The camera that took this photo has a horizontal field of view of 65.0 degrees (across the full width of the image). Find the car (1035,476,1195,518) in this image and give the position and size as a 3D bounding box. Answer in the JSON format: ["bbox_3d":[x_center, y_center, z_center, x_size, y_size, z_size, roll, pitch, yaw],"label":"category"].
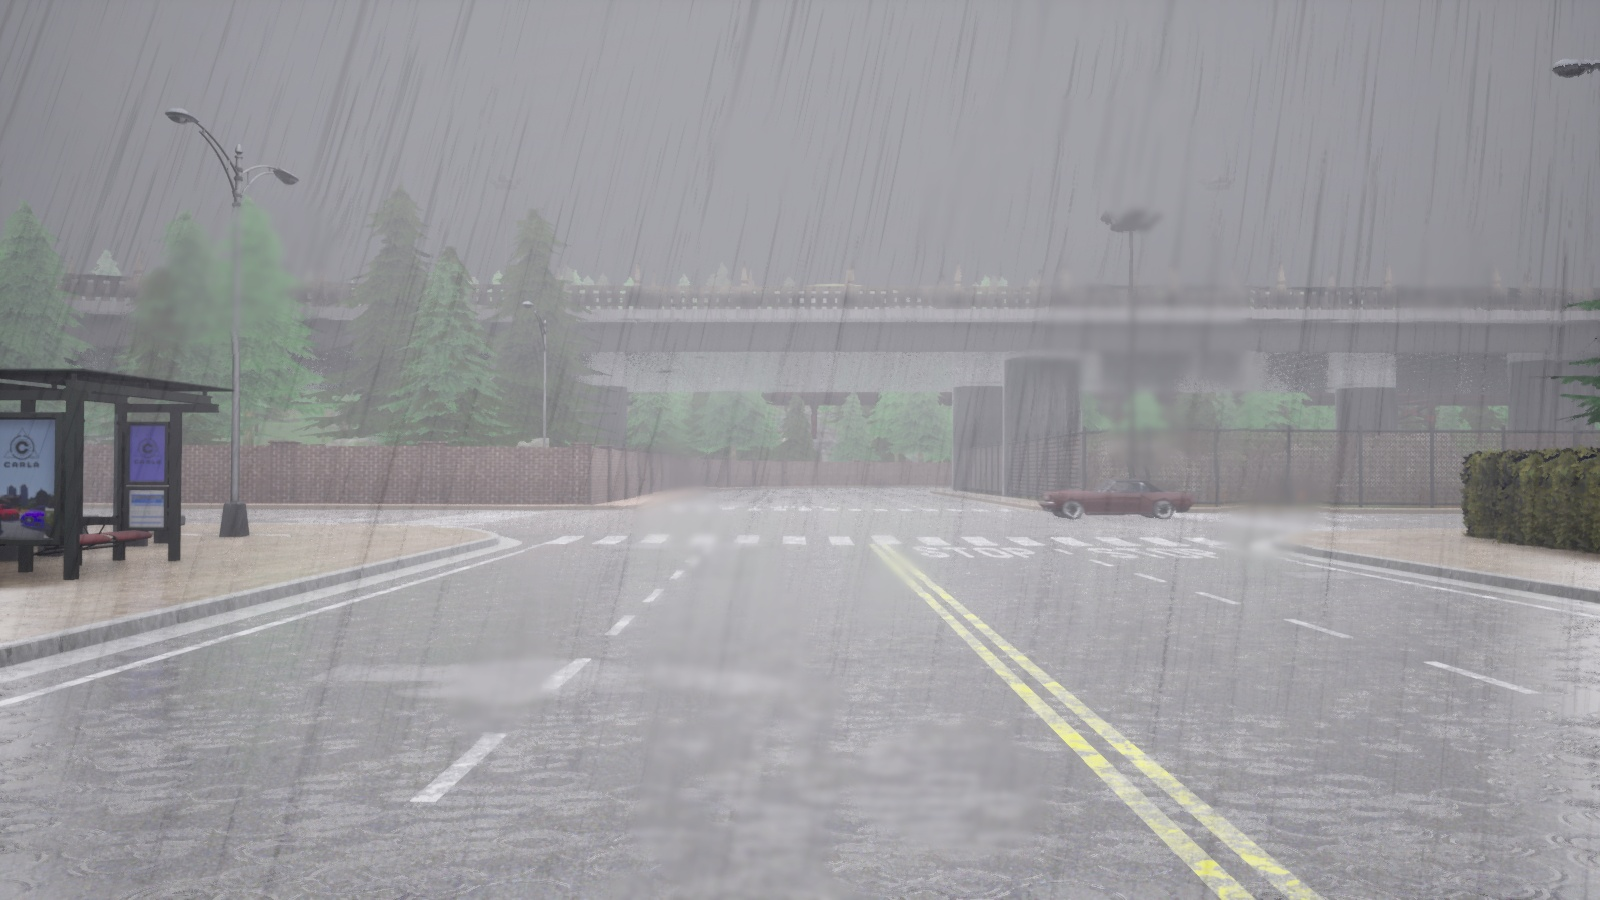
[{"bbox_3d":[10.177,1.527,40.864,4.718,1.301,1.895,0,-1,0],"label":"car"}]
